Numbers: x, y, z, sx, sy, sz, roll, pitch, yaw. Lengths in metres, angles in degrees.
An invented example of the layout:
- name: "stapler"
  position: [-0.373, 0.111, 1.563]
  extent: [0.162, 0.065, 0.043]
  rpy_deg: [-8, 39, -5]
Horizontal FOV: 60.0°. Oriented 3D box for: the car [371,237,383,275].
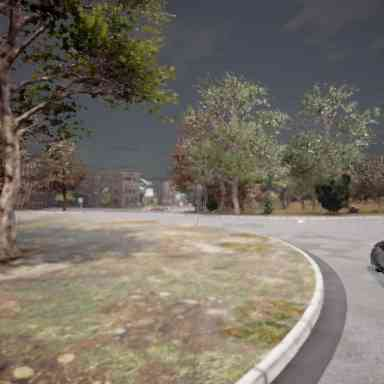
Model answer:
- name: "car"
  position: [5.919, 1.653, 8.318]
  extent: [1.994, 1.385, 4.181]
  rpy_deg: [0, 0, 19]
